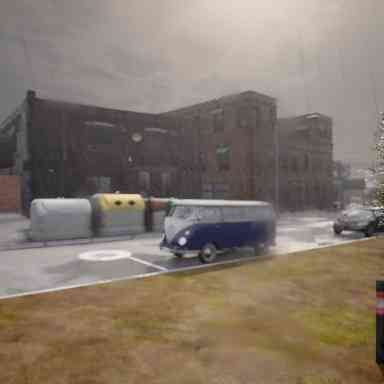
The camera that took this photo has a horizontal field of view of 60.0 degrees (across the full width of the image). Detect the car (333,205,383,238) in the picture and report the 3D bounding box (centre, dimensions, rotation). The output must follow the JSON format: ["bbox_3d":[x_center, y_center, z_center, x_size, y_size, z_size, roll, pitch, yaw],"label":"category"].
[{"bbox_3d":[9.750,1.641,18.669,4.674,1.452,2.002,2,-1,-41],"label":"car"}]

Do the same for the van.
[{"bbox_3d":[0.967,1.271,11.637,4.442,1.987,1.878,2,-1,-38],"label":"van"}]

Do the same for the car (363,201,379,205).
[{"bbox_3d":[13.952,1.397,22.317,5.566,2.045,2.435,2,-1,-44],"label":"car"}]
